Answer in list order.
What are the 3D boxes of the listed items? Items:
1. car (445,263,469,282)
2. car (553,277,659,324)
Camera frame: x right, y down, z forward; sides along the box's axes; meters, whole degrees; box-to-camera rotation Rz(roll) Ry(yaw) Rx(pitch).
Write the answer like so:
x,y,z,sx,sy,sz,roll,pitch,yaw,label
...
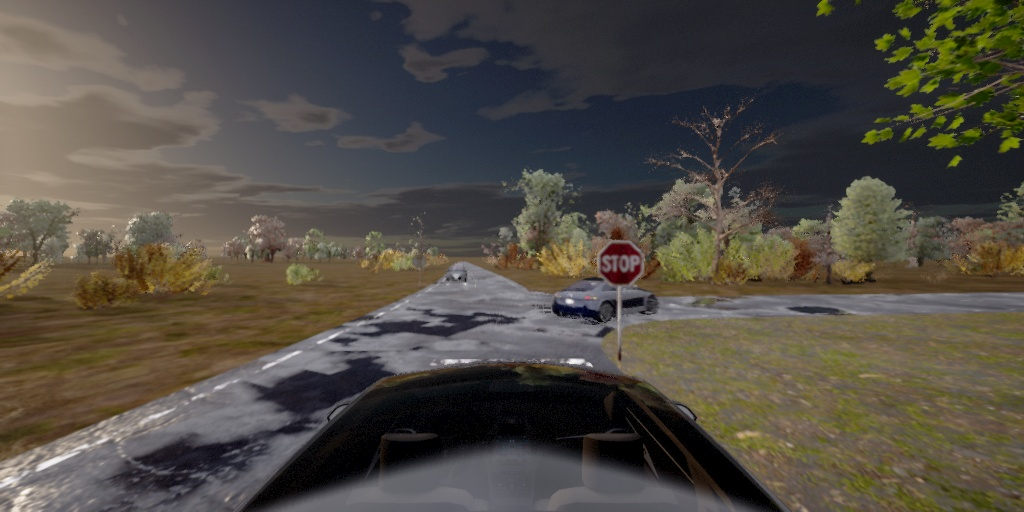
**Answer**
x,y,z,sx,sy,sz,roll,pitch,yaw,label
-5.032,1.575,32.971,2.128,1.511,4.902,0,-1,-7,car
3.395,1.433,12.707,4.181,1.385,1.994,1,-1,-40,car
